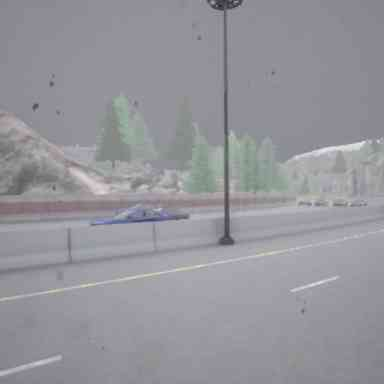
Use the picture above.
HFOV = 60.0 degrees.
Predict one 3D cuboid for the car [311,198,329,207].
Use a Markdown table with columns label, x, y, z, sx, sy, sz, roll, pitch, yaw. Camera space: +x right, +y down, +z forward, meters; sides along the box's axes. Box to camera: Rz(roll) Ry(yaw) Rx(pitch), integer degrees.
| label | x | y | z | sx | sy | sz | roll | pitch | yaw |
| --- | --- | --- | --- | --- | --- | --- | --- | --- | --- |
| car | 23.061 | 1.904 | 59.136 | 1.837 | 1.490 | 4.892 | 0 | 0 | 32 |

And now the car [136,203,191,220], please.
| label | x | y | z | sx | sy | sz | roll | pitch | yaw |
| --- | --- | --- | --- | --- | --- | --- | --- | --- | --- |
| car | -2.171 | 1.792 | 24.633 | 4.674 | 1.442 | 1.812 | 0 | -1 | -41 |

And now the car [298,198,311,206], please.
| label | x | y | z | sx | sy | sz | roll | pitch | yaw |
| --- | --- | --- | --- | --- | --- | --- | --- | --- | --- |
| car | 21.664 | 1.977 | 63.617 | 1.812 | 1.442 | 4.674 | -1 | 0 | 31 |

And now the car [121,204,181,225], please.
| label | x | y | z | sx | sy | sz | roll | pitch | yaw |
| --- | --- | --- | --- | --- | --- | --- | --- | --- | --- |
| car | -3.389 | 1.817 | 28.187 | 4.892 | 1.490 | 1.837 | 0 | -1 | -41 |

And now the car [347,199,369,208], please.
| label | x | y | z | sx | sy | sz | roll | pitch | yaw |
| --- | --- | --- | --- | --- | --- | --- | --- | --- | --- |
| car | 24.833 | 1.793 | 49.194 | 1.837 | 1.490 | 4.892 | -1 | -1 | 36 |

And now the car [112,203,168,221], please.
| label | x | y | z | sx | sy | sz | roll | pitch | yaw |
| --- | --- | --- | --- | --- | --- | --- | --- | --- | --- |
| car | -4.823 | 1.835 | 31.590 | 5.008 | 1.535 | 1.882 | 0 | -1 | -42 |

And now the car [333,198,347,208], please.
| label | x | y | z | sx | sy | sz | roll | pitch | yaw |
| --- | --- | --- | --- | --- | --- | --- | --- | --- | --- |
| car | 24.726 | 1.853 | 55.284 | 1.837 | 1.490 | 4.892 | -1 | 0 | 34 |

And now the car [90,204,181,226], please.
| label | x | y | z | sx | sy | sz | roll | pitch | yaw |
| --- | --- | --- | --- | --- | --- | --- | --- | --- | --- |
| car | -3.355 | 1.699 | 19.119 | 5.008 | 1.535 | 1.882 | 0 | -1 | -39 |
